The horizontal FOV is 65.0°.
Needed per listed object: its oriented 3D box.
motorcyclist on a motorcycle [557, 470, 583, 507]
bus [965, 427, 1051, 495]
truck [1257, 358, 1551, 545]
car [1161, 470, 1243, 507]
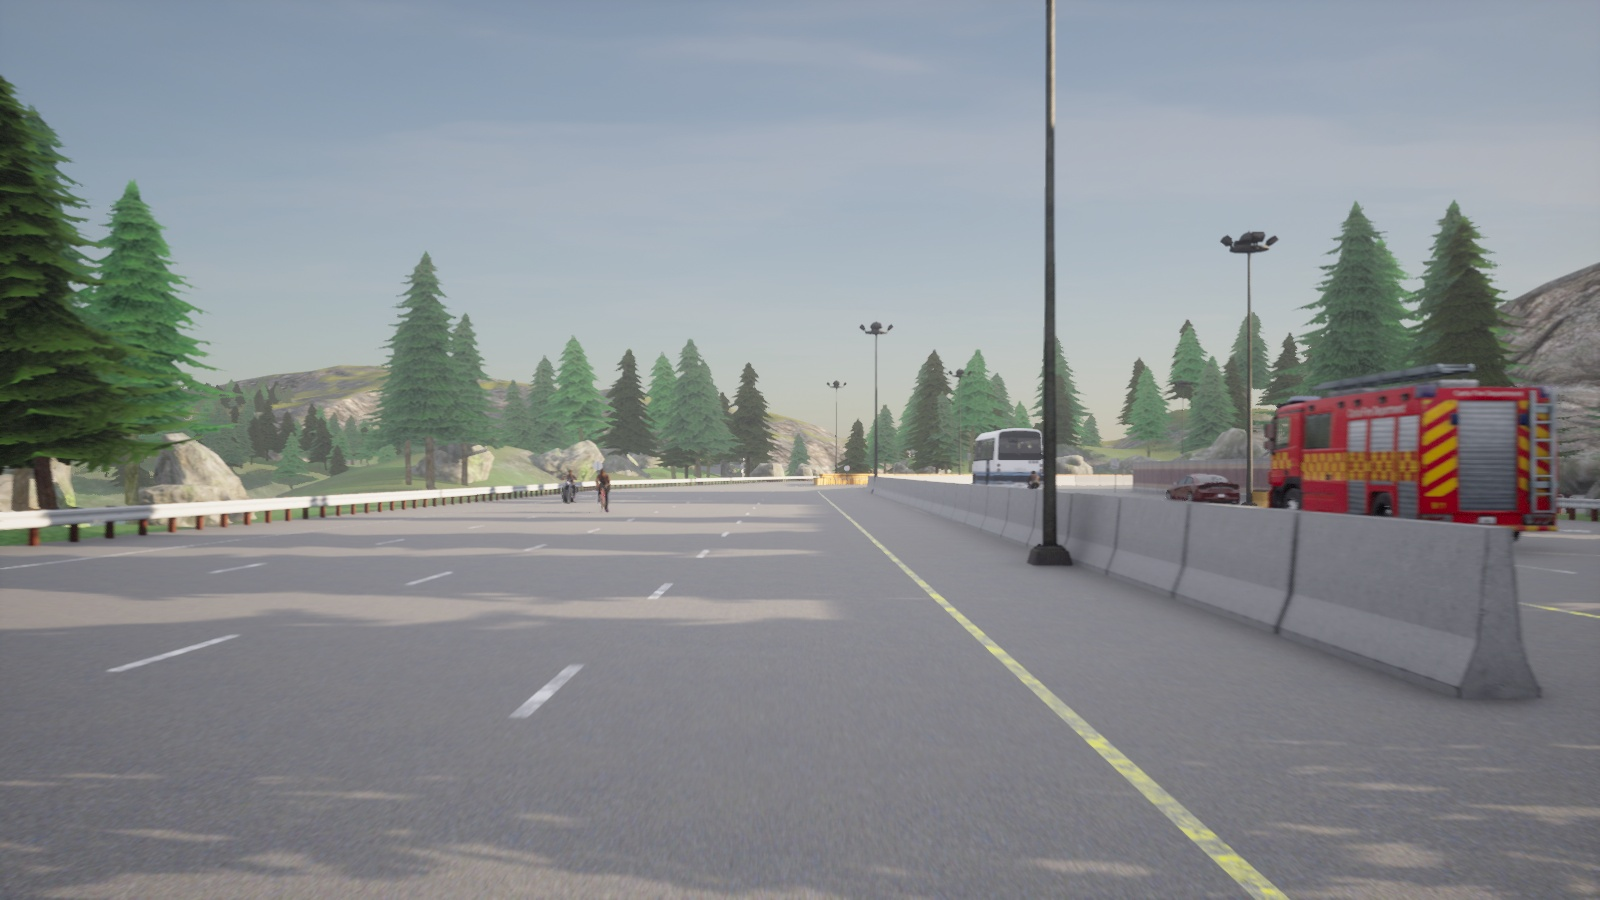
[{"bbox_3d":[-10.692,1.782,58.430,0.766,1.649,2.350,0,-1,0],"label":"motorcyclist on a motorcycle"},{"bbox_3d":[13.672,0.779,83.745,3.944,4.253,10.273,0,-1,0],"label":"bus"},{"bbox_3d":[13.924,0.094,29.977,2.891,3.827,8.468,0,-1,0],"label":"truck"},{"bbox_3d":[17.328,1.629,54.360,1.882,1.535,5.008,0,-1,0],"label":"car"}]
